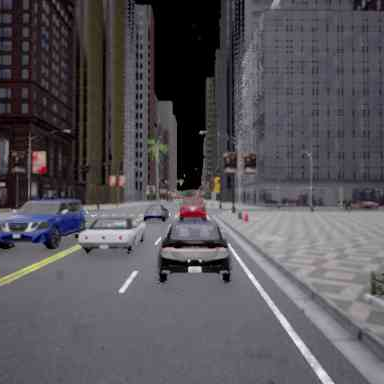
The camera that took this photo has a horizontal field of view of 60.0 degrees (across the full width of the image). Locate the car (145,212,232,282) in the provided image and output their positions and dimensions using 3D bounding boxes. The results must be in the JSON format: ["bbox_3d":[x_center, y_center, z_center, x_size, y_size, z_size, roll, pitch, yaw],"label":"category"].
[{"bbox_3d":[0.077,1.566,9.969,2.128,1.511,4.902,0,0,0],"label":"car"}]

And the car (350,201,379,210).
[{"bbox_3d":[26.434,2.067,51.068,4.206,1.307,1.802,0,-1,-1],"label":"car"}]

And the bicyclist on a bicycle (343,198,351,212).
[{"bbox_3d":[18.371,1.575,39.456,0.582,1.620,1.656,0,-1,-1],"label":"bicyclist on a bicycle"}]

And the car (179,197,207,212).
[{"bbox_3d":[0.073,1.480,28.284,2.150,2.045,5.566,0,-1,0],"label":"car"}]

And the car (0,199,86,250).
[{"bbox_3d":[-6.607,1.342,15.288,2.150,2.045,5.566,0,-1,0],"label":"car"}]

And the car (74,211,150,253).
[{"bbox_3d":[-3.166,1.712,14.225,1.895,1.301,4.718,0,0,0],"label":"car"}]

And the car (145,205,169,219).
[{"bbox_3d":[-3.175,1.846,30.165,1.994,1.385,4.181,0,-1,0],"label":"car"}]
